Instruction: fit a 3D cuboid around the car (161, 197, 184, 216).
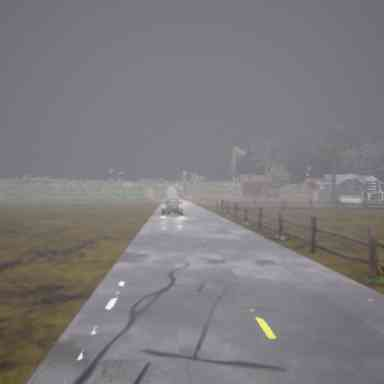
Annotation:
[{"bbox_3d":[-1.934,1.331,32.620,2.097,1.767,4.553,1,0,-4],"label":"car"}]
